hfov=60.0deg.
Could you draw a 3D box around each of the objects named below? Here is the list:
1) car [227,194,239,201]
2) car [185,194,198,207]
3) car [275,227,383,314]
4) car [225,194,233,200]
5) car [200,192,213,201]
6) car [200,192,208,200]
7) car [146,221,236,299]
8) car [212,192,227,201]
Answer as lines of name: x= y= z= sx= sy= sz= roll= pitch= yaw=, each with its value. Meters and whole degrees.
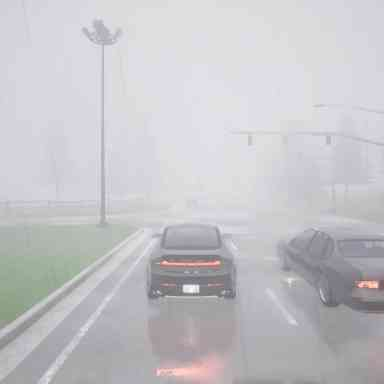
car: x=10.344 y=1.347 z=82.979 sx=2.097 sy=1.767 sz=4.553 roll=0 pitch=0 yaw=0
car: x=-0.098 y=1.478 z=51.952 sx=1.882 sy=1.535 sz=5.008 roll=0 pitch=0 yaw=0
car: x=3.489 y=1.547 z=7.894 sx=2.033 sy=1.411 sz=5.357 roll=0 pitch=0 yaw=0
car: x=10.325 y=1.332 z=93.012 sx=1.837 sy=1.490 sz=4.892 roll=0 pitch=0 yaw=0
car: x=3.344 y=1.347 z=82.966 sx=2.097 sy=1.767 sz=4.553 roll=0 pitch=0 yaw=0
car: x=3.325 y=1.057 z=93.029 sx=2.150 sy=2.045 sz=5.566 roll=0 pitch=0 yaw=0
car: x=-0.006 y=1.505 z=8.447 sx=1.837 sy=1.490 sz=4.892 roll=0 pitch=0 yaw=0
car: x=6.845 y=1.517 z=82.586 sx=2.128 sy=1.511 sz=4.902 roll=0 pitch=0 yaw=0
